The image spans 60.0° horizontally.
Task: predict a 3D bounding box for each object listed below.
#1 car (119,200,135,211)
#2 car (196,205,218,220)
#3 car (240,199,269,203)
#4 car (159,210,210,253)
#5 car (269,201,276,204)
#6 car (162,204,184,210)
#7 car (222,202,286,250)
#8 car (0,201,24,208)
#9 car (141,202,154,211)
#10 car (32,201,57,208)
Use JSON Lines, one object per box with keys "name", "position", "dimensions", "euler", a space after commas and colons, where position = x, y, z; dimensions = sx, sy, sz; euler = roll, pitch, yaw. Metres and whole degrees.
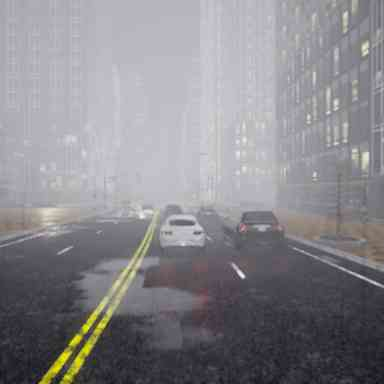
{"name": "car", "position": [-10.162, 2.044, 52.009], "dimensions": [2.097, 1.767, 4.553], "euler": [0, -1, -4]}
{"name": "car", "position": [1.351, 1.982, 32.971], "dimensions": [1.994, 1.385, 4.181], "euler": [0, -1, -5]}
{"name": "car", "position": [11.622, 2.292, 64.162], "dimensions": [5.009, 1.841, 2.192], "euler": [0, 0, -4]}
{"name": "car", "position": [-0.461, 1.719, 14.655], "dimensions": [1.812, 1.442, 4.674], "euler": [0, -1, -3]}
{"name": "car", "position": [16.515, 2.506, 72.889], "dimensions": [4.829, 1.417, 1.752], "euler": [0, 0, -4]}
{"name": "car", "position": [-1.868, 1.928, 32.461], "dimensions": [1.837, 1.490, 4.892], "euler": [0, -1, -5]}
{"name": "car", "position": [2.714, 1.547, 15.578], "dimensions": [2.097, 1.767, 4.553], "euler": [0, -1, -3]}
{"name": "car", "position": [-32.887, 2.295, 61.074], "dimensions": [4.206, 1.307, 1.802], "euler": [0, 0, -4]}
{"name": "car", "position": [-6.907, 2.283, 52.102], "dimensions": [1.895, 1.301, 4.718], "euler": [0, -1, -4]}
{"name": "car", "position": [-27.212, 2.313, 61.418], "dimensions": [4.313, 1.339, 1.947], "euler": [0, 0, -4]}
